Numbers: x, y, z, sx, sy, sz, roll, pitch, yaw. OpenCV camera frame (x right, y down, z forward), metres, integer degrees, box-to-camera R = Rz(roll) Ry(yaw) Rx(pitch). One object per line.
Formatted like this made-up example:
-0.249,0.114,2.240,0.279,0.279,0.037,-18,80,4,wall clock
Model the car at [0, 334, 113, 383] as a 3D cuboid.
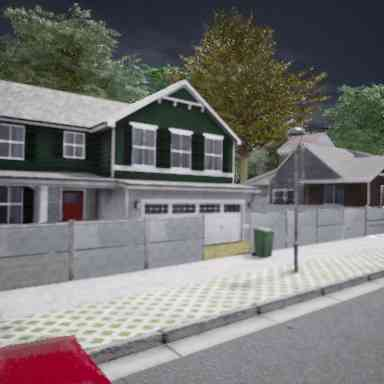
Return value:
-2.545,1.599,1.257,4.718,1.301,1.895,0,0,-35,car
